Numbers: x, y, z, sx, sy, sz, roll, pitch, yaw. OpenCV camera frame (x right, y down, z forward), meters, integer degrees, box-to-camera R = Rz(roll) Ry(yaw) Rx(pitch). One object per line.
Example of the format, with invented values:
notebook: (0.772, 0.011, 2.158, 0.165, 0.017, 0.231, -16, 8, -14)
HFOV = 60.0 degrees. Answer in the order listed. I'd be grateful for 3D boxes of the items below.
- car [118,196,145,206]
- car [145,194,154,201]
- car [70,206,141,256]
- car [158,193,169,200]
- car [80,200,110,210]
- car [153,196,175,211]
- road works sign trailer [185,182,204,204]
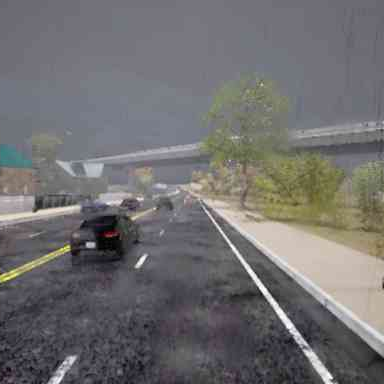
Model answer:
car: (-6.563, 1.431, 35.228, 1.837, 1.490, 4.892, 0, 0, 0)
car: (-9.784, 1.164, 75.271, 1.837, 1.490, 4.892, 0, 0, 0)
car: (-3.180, 1.493, 12.804, 1.812, 1.442, 4.674, 0, 0, 0)
car: (-6.537, 1.055, 75.892, 2.033, 1.411, 5.357, 0, 0, 0)
car: (-9.819, 1.530, 33.907, 1.895, 1.301, 4.718, 0, 0, 0)
car: (-3.137, 1.420, 39.602, 1.837, 1.490, 4.892, 0, 1, 0)
road works sign trailer: (0.562, 0.101, 58.073, 2.380, 3.560, 2.880, 11, -13, 4)
